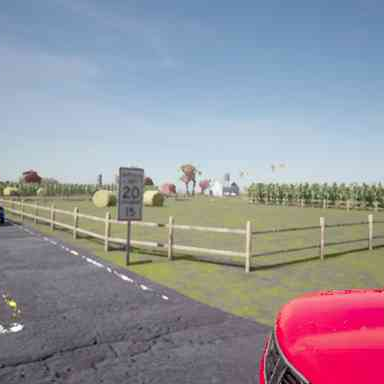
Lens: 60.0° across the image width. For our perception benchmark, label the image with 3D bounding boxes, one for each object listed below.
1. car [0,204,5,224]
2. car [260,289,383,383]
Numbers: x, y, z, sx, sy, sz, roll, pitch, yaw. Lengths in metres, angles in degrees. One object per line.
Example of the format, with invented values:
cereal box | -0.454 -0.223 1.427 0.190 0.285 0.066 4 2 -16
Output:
car | -13.505 1.167 21.554 1.882 1.535 5.008 2 -1 -39
car | 3.295 1.321 2.336 5.566 2.045 2.150 -1 0 13
